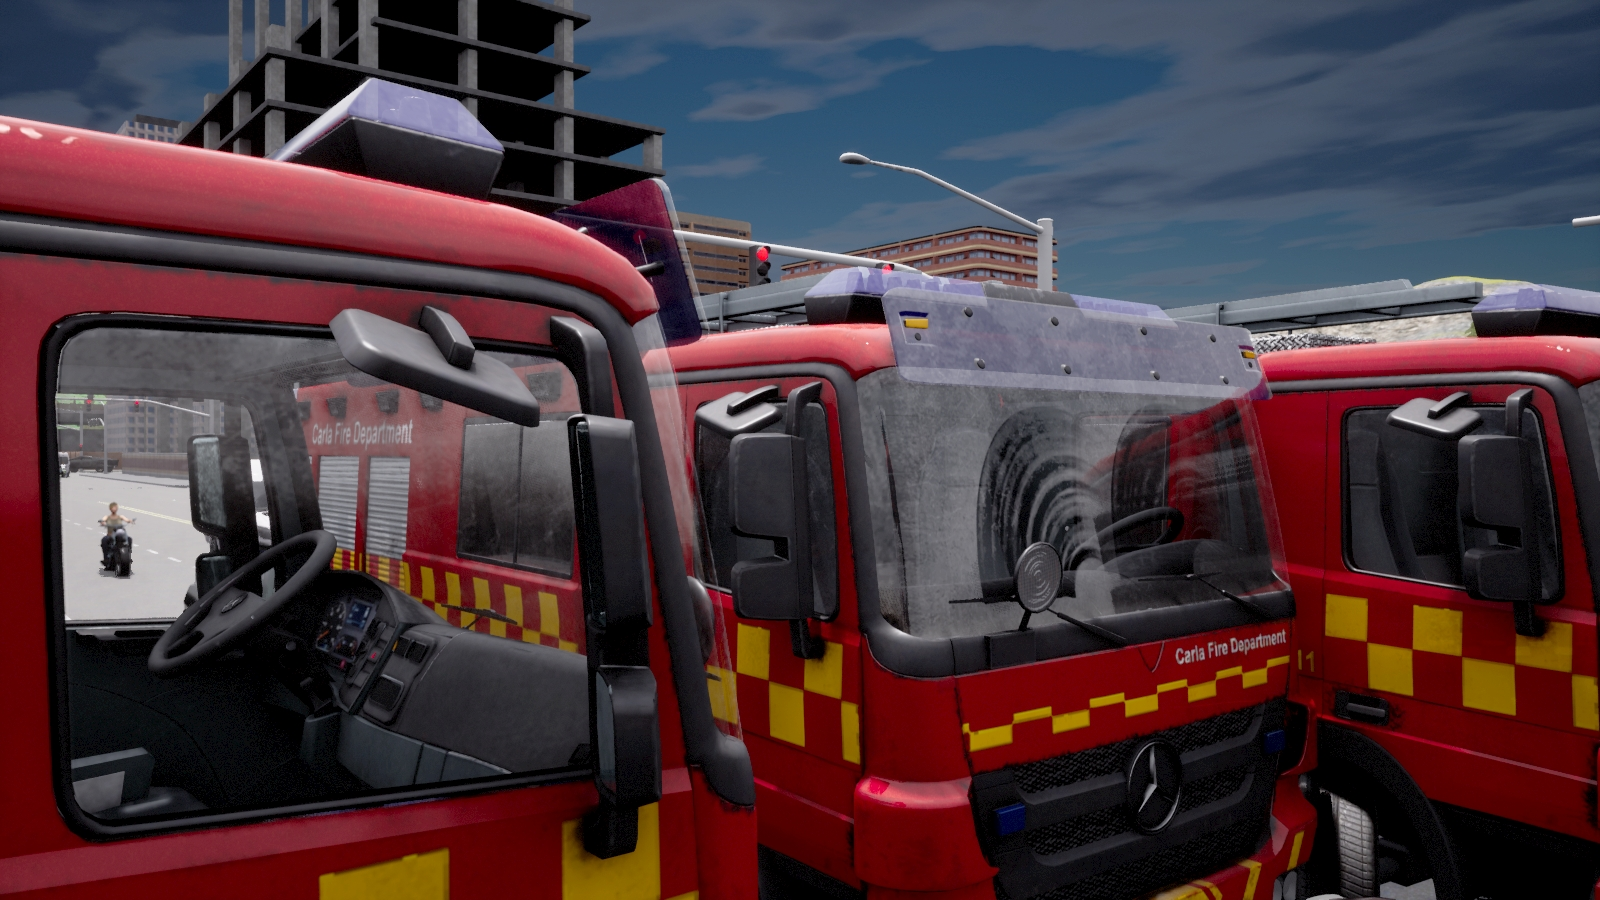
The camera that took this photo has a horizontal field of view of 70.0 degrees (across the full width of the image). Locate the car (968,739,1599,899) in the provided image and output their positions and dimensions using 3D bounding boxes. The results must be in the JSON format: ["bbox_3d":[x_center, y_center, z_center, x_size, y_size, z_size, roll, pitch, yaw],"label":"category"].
[{"bbox_3d":[2.437,2.065,3.109,1.970,1.475,3.806,0,0,-30],"label":"car"}]

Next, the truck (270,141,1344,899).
[{"bbox_3d":[-1.099,0.890,8.003,2.891,3.827,8.468,0,0,-38],"label":"truck"}]

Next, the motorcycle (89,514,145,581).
[{"bbox_3d":[-15.350,2.155,25.648,0.764,1.307,2.356,0,0,-39],"label":"motorcycle"}]

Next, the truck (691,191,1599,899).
[{"bbox_3d":[2.348,0.890,8.605,2.891,3.827,8.468,0,0,-31],"label":"truck"}]
